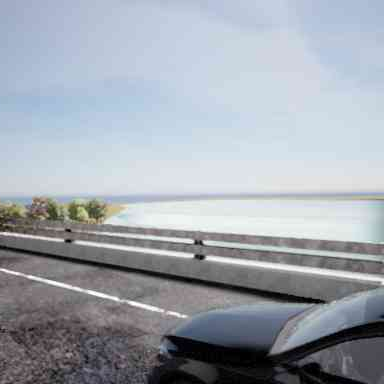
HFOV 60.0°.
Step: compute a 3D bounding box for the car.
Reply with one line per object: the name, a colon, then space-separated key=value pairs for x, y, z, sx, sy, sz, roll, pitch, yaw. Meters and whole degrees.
car: x=1.751 y=1.525 z=2.620 sx=4.674 sy=1.442 sz=1.812 roll=-1 pitch=-1 yaw=35
